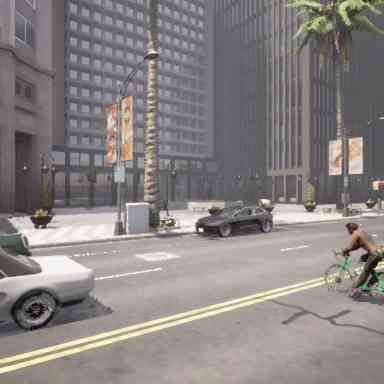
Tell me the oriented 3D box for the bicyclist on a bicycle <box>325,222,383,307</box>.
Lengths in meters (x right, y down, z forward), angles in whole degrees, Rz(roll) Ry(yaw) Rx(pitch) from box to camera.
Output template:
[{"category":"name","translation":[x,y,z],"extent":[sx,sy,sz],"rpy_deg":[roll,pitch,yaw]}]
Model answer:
[{"category":"bicyclist on a bicycle","translation":[3.472,1.454,6.857],"extent":[0.582,1.620,1.656],"rpy_deg":[0,-1,-36]}]

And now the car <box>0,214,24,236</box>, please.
[{"category":"car","translation":[-6.408,1.352,8.037],"extent":[4.553,1.767,2.097],"rpy_deg":[0,0,-36]}]

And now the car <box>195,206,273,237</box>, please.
[{"category":"car","translation":[2.385,1.513,18.148],"extent":[4.786,1.482,2.161],"rpy_deg":[0,0,-36]}]

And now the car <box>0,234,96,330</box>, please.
[{"category":"car","translation":[-4.156,1.601,5.346],"extent":[4.718,1.301,1.895],"rpy_deg":[0,0,-36]}]
